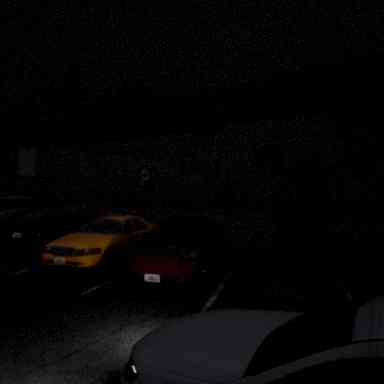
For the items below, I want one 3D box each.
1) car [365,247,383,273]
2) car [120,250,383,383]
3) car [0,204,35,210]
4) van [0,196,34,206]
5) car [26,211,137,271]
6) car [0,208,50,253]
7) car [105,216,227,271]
[{"bbox_3d":[4.636,1.530,6.171,2.002,1.452,4.674,0,-1,15],"label":"car"},{"bbox_3d":[1.509,1.526,2.302,4.674,1.442,1.812,0,0,35],"label":"car"},{"bbox_3d":[-7.518,1.474,14.835,2.002,1.452,4.674,0,0,15],"label":"car"},{"bbox_3d":[-9.962,1.184,16.455,1.878,1.987,4.442,1,0,15],"label":"van"},{"bbox_3d":[-2.696,1.466,11.192,1.946,1.575,5.366,1,0,15],"label":"car"},{"bbox_3d":[-5.080,1.487,13.135,2.163,1.488,4.792,0,-1,15],"label":"car"},{"bbox_3d":[-0.229,1.512,9.610,2.163,1.488,4.792,1,0,16],"label":"car"}]
